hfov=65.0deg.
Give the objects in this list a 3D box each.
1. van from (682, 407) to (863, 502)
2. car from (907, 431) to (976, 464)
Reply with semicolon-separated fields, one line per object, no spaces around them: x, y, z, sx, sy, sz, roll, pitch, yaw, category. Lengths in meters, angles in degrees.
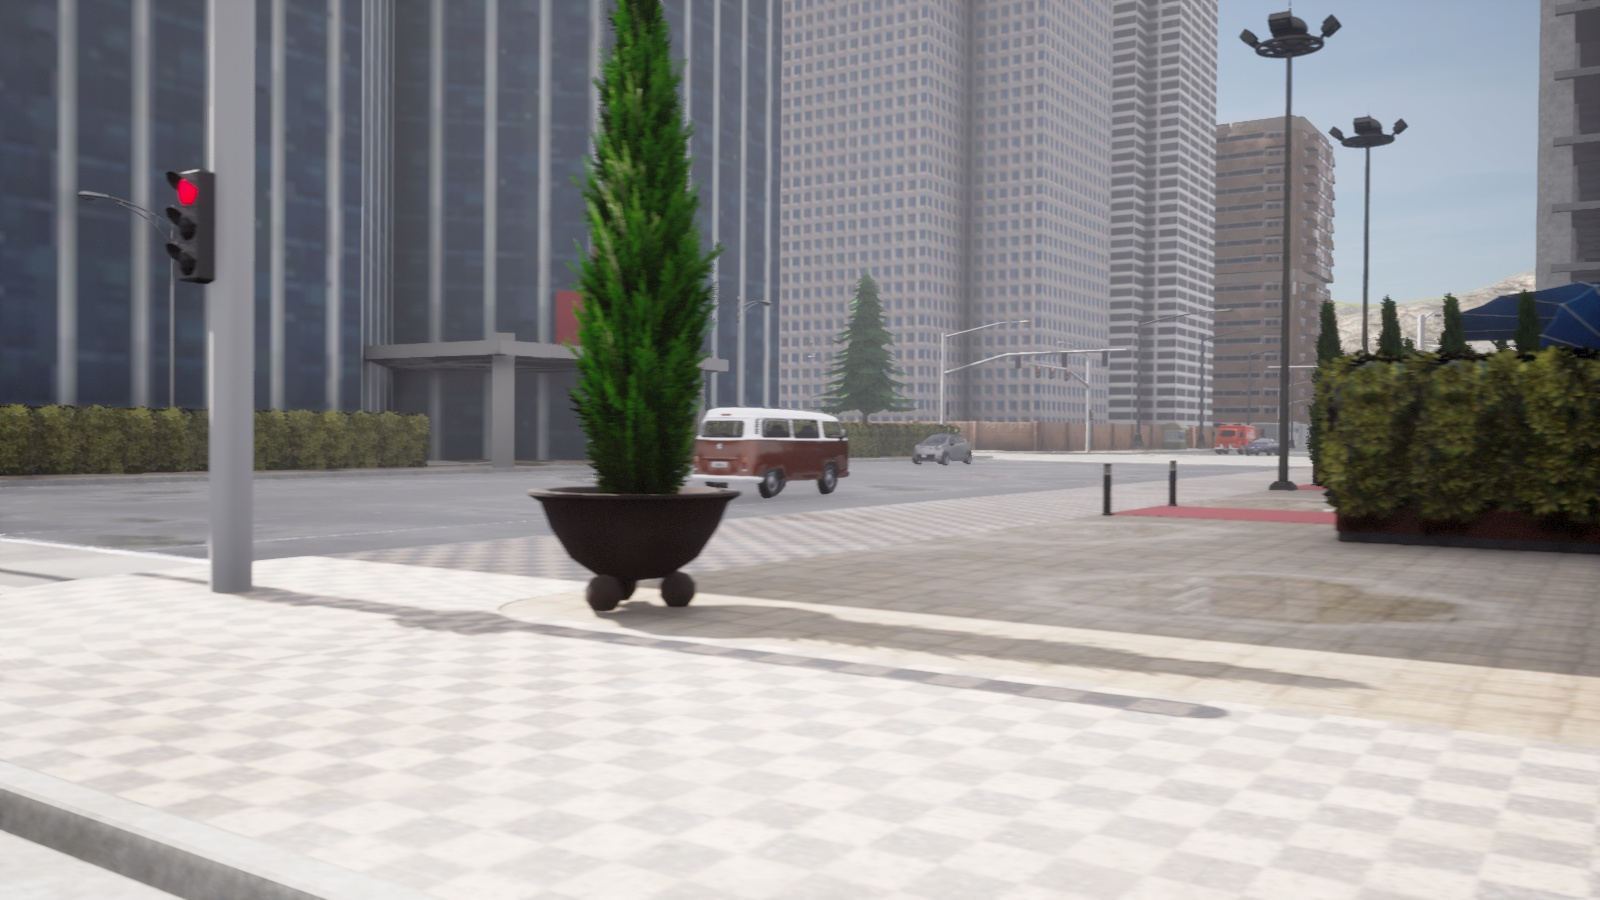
-0.542;0.057;29.489;2.069;2.038;4.480;0;1;33;van
6.804;-0.136;60.058;1.845;1.501;3.633;0;1;33;car
